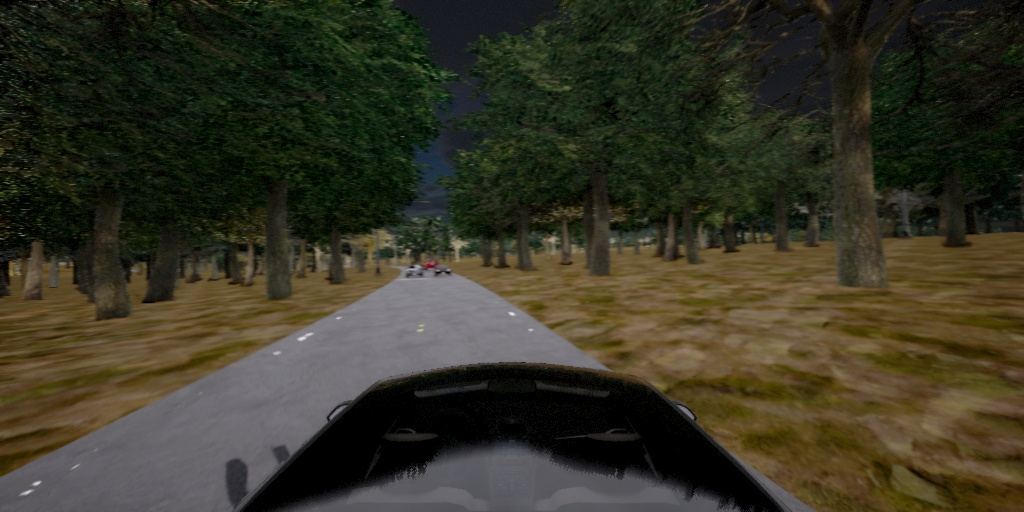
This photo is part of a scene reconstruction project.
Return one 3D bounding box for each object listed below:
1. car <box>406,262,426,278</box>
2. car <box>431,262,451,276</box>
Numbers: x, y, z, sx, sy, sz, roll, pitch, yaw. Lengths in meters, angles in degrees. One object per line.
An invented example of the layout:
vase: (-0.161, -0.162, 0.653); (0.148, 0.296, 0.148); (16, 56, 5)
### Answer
car: (-10.886, 1.686, 40.255); (1.812, 1.442, 4.674); (-1, 0, -14)
car: (-8.570, 1.716, 44.001); (1.895, 1.301, 4.718); (-1, 0, -14)
